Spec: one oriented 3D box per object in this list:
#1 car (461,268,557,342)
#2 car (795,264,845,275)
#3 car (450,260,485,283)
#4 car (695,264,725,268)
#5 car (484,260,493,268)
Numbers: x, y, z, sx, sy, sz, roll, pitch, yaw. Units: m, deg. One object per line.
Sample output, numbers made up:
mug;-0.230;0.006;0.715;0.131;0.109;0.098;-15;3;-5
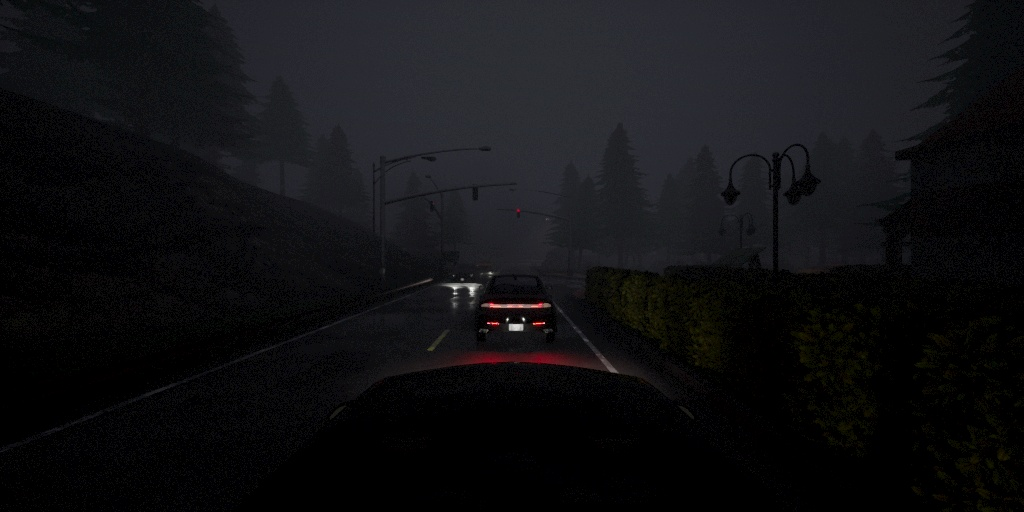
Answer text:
car;0.095;1.242;9.740;2.128;1.511;4.902;0;0;0
car;26.103;1.390;29.457;5.008;1.535;1.882;0;0;1
car;-3.546;1.299;28.338;2.033;1.411;5.357;0;0;0
car;15.756;1.417;29.547;4.892;1.490;1.837;0;0;0
car;-3.502;1.227;46.396;1.882;1.535;5.008;0;0;0
